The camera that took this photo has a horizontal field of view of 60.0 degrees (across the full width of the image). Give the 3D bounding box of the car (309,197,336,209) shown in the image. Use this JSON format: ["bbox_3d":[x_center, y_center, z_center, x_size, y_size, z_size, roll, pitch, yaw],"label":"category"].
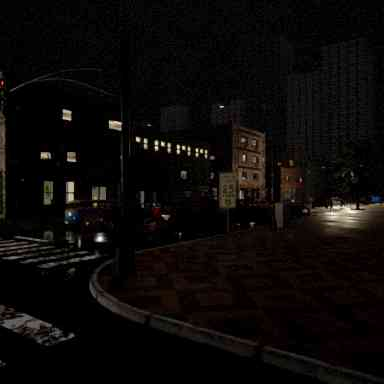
[{"bbox_3d":[19.505,1.537,49.560,2.097,1.767,4.553,0,0,35],"label":"car"}]

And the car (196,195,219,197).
[{"bbox_3d":[1.142,1.316,29.161,2.150,2.045,5.566,0,0,35],"label":"car"}]

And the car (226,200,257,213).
[{"bbox_3d":[6.091,1.701,40.640,2.008,1.369,4.403,-1,-1,35],"label":"car"}]

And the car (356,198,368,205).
[{"bbox_3d":[32.083,1.801,62.853,2.008,1.369,4.403,-1,-1,35],"label":"car"}]

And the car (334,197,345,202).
[{"bbox_3d":[38.007,1.936,85.728,1.887,1.381,4.507,-1,-1,35],"label":"car"}]

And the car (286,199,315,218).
[{"bbox_3d":[9.742,1.657,31.292,1.947,1.339,4.313,-1,-1,35],"label":"car"}]

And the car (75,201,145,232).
[{"bbox_3d":[-4.558,1.539,21.112,1.882,1.535,5.008,0,0,35],"label":"car"}]

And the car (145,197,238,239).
[{"bbox_3d":[0.166,1.350,17.767,2.192,1.841,5.009,-1,-1,35],"label":"car"}]

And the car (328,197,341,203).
[{"bbox_3d":[34.816,1.915,81.219,2.008,1.369,4.403,-1,-1,35],"label":"car"}]

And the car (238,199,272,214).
[{"bbox_3d":[7.181,1.609,37.673,1.882,1.535,5.008,0,0,36],"label":"car"}]

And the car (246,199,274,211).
[{"bbox_3d":[9.283,1.723,45.149,2.008,1.369,4.403,-1,-1,35],"label":"car"}]

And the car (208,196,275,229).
[{"bbox_3d":[3.357,1.368,22.276,2.192,1.841,5.009,-1,-1,35],"label":"car"}]

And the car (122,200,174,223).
[{"bbox_3d":[-3.484,1.531,27.114,1.967,1.590,4.097,-1,-1,35],"label":"car"}]

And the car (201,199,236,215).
[{"bbox_3d":[2.900,1.570,36.133,1.967,1.590,4.097,-1,-1,35],"label":"car"}]

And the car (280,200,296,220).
[{"bbox_3d":[6.550,1.616,26.783,1.887,1.381,4.507,-1,-1,35],"label":"car"}]

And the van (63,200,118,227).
[{"bbox_3d":[-6.675,1.414,22.607,1.690,1.788,3.998,-1,0,35],"label":"van"}]

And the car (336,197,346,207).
[{"bbox_3d":[25.373,1.829,57.851,1.895,1.301,4.718,0,0,36],"label":"car"}]

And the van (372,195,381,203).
[{"bbox_3d":[44.848,1.694,80.891,1.690,1.788,3.998,-1,-1,35],"label":"van"}]

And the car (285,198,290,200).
[{"bbox_3d":[15.567,1.742,54.027,1.752,1.417,4.829,-1,-1,35],"label":"car"}]
